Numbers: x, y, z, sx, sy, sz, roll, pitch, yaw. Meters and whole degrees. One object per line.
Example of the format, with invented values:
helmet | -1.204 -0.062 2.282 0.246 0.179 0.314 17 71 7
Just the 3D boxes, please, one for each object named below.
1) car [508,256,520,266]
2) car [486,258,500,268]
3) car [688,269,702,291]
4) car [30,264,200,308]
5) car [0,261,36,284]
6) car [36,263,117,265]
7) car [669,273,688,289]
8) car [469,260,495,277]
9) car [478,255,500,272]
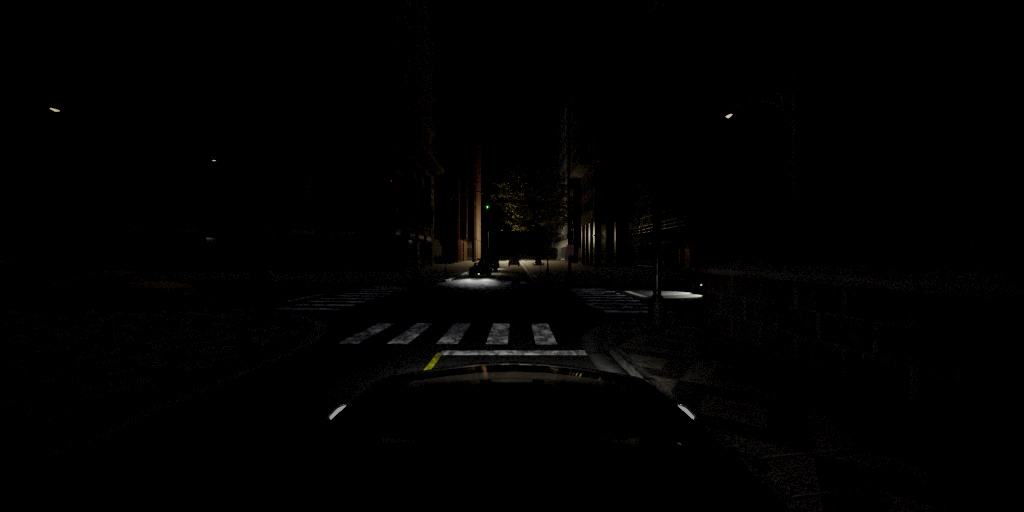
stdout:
car | 0.350 1.001 61.942 1.812 1.442 4.674 0 0 0
car | -2.865 1.067 54.339 1.812 1.442 4.674 0 0 0
car | 12.235 1.399 19.394 4.181 1.385 1.994 0 0 1
car | -14.891 1.148 13.804 4.829 1.417 1.751 0 0 1
car | -31.842 0.977 22.501 4.507 1.381 1.888 0 0 1
car | -26.225 1.068 22.444 4.313 1.339 1.948 0 0 1
car | 12.008 1.384 22.058 4.403 1.370 2.007 0 0 1
car | -2.964 1.280 34.363 1.895 1.301 4.718 0 0 0
car | -2.924 0.837 44.176 2.150 2.045 5.566 0 0 0
